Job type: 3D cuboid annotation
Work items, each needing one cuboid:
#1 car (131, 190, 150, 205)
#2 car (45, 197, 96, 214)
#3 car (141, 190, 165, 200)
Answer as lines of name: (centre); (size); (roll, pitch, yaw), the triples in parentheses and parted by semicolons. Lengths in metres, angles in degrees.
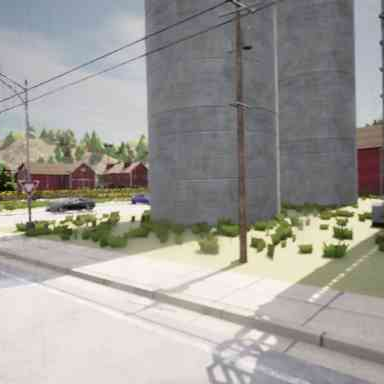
car: (-6.282, 0.933, 45.538); (4.611, 1.667, 2.242); (-1, 1, 40)
car: (-11.729, 1.283, 32.391); (2.128, 1.511, 4.902); (-1, 1, 39)
car: (-7.550, 0.499, 64.783); (4.605, 1.855, 1.932); (-1, 1, 40)
